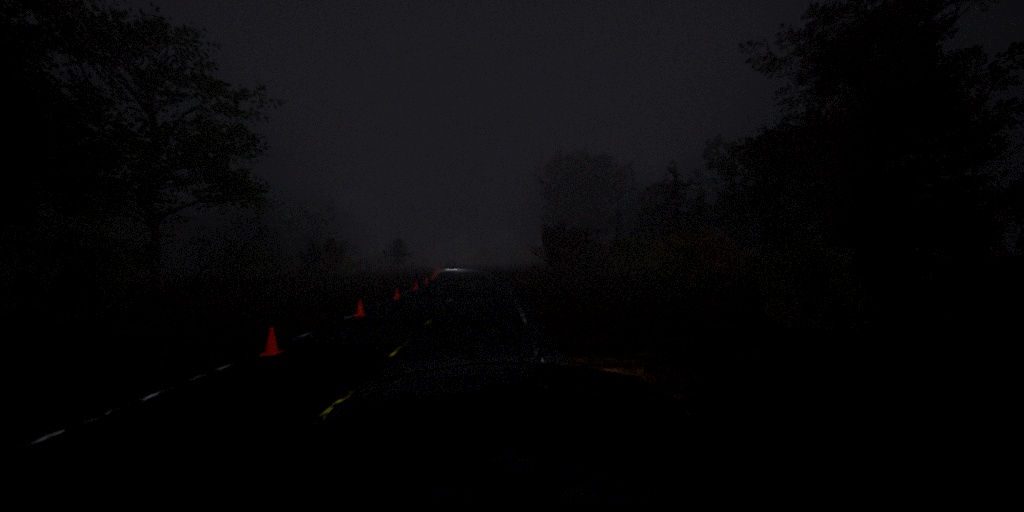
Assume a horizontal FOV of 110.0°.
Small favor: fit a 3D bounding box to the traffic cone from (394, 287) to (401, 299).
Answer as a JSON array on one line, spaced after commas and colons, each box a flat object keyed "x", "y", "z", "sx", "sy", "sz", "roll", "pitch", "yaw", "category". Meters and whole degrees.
[{"x": -5.640, "y": 1.822, "z": 17.604, "sx": 0.340, "sy": 0.580, "sz": 0.340, "roll": 0, "pitch": 0, "yaw": -4, "category": "traffic cone"}]

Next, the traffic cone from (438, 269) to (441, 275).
[{"x": -7.801, "y": 1.870, "z": 37.257, "sx": 0.340, "sy": 0.580, "sz": 0.340, "roll": 0, "pitch": 0, "yaw": -9, "category": "traffic cone"}]

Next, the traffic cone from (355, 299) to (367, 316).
[{"x": -5.353, "y": 1.815, "z": 12.668, "sx": 0.340, "sy": 0.580, "sz": 0.340, "roll": 0, "pitch": 0, "yaw": -3, "category": "traffic cone"}]

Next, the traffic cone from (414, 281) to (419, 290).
[{"x": -6.028, "y": 1.831, "z": 22.533, "sx": 0.340, "sy": 0.580, "sz": 0.340, "roll": 0, "pitch": 0, "yaw": -5, "category": "traffic cone"}]

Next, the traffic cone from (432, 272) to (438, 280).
[{"x": -7.109, "y": 1.855, "z": 32.362, "sx": 0.340, "sy": 0.580, "sz": 0.340, "roll": 0, "pitch": 0, "yaw": -7, "category": "traffic cone"}]

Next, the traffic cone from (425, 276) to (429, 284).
[{"x": -6.517, "y": 1.842, "z": 27.453, "sx": 0.340, "sy": 0.580, "sz": 0.340, "roll": 0, "pitch": 0, "yaw": -6, "category": "traffic cone"}]

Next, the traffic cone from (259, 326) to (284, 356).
[{"x": -5.169, "y": 1.810, "z": 7.727, "sx": 0.340, "sy": 0.580, "sz": 0.340, "roll": 0, "pitch": 0, "yaw": -2, "category": "traffic cone"}]

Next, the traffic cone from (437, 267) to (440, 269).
[{"x": -8.595, "y": 1.887, "z": 42.138, "sx": 0.340, "sy": 0.580, "sz": 0.340, "roll": 0, "pitch": 0, "yaw": -10, "category": "traffic cone"}]

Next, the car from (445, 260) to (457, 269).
[{"x": -10.843, "y": 1.477, "z": 63.347, "sx": 2.128, "sy": 1.511, "sz": 4.902, "roll": -1, "pitch": 0, "yaw": -15, "category": "car"}]
